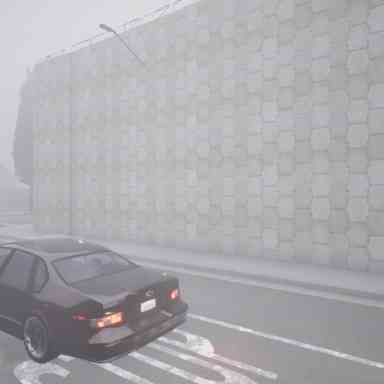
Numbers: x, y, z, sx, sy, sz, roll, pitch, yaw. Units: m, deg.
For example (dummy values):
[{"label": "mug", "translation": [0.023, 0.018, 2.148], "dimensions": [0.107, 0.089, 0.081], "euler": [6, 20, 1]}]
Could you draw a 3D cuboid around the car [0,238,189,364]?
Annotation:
[{"label": "car", "translation": [-2.628, 1.547, 5.852], "dimensions": [5.357, 1.411, 2.033], "euler": [0, 0, 35]}]
